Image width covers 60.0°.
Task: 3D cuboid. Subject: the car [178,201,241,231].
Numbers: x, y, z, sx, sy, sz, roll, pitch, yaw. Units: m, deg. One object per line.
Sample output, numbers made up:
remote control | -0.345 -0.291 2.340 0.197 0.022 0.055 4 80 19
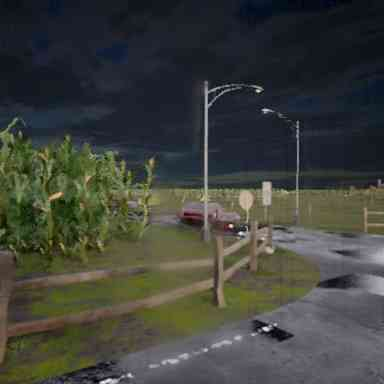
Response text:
car | 1.024 1.387 21.243 2.097 1.767 4.553 0 0 -36

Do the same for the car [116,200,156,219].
car | -5.044 1.479 29.718 1.882 1.535 5.008 0 0 -35

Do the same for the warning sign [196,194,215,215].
warning sign | 1.197 1.139 30.104 1.300 1.860 1.060 0 0 -36

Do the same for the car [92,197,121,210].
car | -11.239 1.449 43.430 2.128 1.511 4.902 0 0 -36
